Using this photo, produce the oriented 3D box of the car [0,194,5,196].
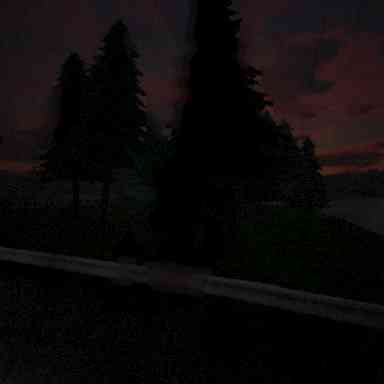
[{"bbox_3d":[-40.243,1.156,69.289,1.994,1.385,4.181,0,0,5],"label":"car"}]
